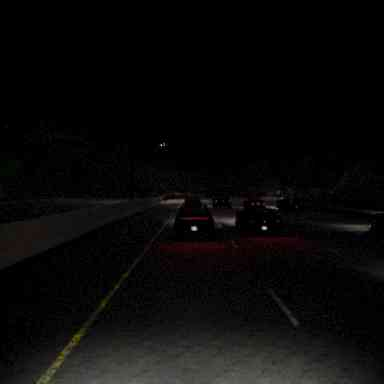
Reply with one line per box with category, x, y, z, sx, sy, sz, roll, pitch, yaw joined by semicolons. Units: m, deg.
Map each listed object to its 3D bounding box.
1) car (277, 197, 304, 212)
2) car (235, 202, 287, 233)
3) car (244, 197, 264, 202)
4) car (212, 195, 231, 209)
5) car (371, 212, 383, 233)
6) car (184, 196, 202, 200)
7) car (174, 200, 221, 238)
car;10.597;1.272;35.967;2.128;1.511;4.902;0;0;0
car;3.605;1.487;18.773;1.895;1.301;4.718;0;0;0
car;7.094;1.314;38.228;2.033;1.411;5.357;0;0;0
car;3.587;1.103;40.871;2.097;1.767;4.553;0;0;0
car;10.604;1.380;15.969;1.882;1.535;5.008;0;0;0
car;0.093;1.243;38.495;1.882;1.535;5.008;0;0;0
car;0.103;1.387;17.154;2.128;1.511;4.902;0;0;0
